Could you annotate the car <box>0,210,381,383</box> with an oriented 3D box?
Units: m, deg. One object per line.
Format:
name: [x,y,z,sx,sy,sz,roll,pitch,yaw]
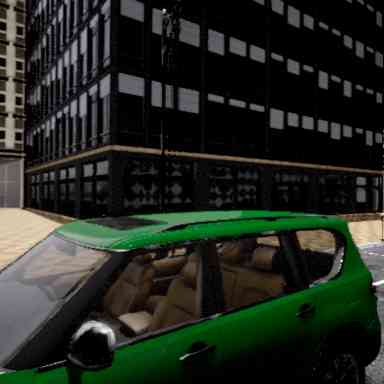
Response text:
car: [-0.469,1.233,3.043,5.566,2.045,2.150,1,0,-35]
